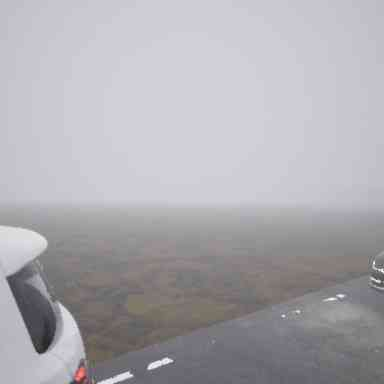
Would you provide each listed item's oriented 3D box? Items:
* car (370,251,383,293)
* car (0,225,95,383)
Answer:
[{"bbox_3d":[5.962,1.501,7.715,4.892,1.490,1.837,0,0,-38],"label":"car"},{"bbox_3d":[-3.079,1.223,0.873,5.566,2.045,2.150,0,0,-36],"label":"car"}]
